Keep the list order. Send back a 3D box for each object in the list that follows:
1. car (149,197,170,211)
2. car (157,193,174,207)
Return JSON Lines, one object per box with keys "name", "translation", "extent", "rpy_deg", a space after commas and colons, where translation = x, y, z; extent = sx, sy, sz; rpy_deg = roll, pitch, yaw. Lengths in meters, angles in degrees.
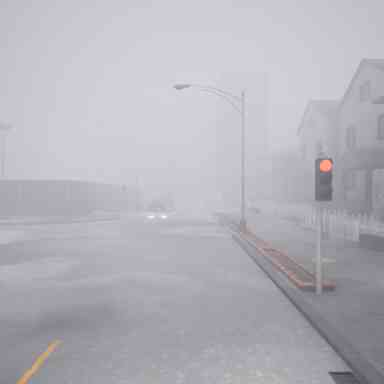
{"name": "car", "translation": [-4.097, 1.601, 40.991], "extent": [1.895, 1.301, 4.718], "rpy_deg": [0, 0, 0]}
{"name": "car", "translation": [-4.074, 1.220, 51.629], "extent": [2.150, 2.045, 5.566], "rpy_deg": [0, 0, 1]}
